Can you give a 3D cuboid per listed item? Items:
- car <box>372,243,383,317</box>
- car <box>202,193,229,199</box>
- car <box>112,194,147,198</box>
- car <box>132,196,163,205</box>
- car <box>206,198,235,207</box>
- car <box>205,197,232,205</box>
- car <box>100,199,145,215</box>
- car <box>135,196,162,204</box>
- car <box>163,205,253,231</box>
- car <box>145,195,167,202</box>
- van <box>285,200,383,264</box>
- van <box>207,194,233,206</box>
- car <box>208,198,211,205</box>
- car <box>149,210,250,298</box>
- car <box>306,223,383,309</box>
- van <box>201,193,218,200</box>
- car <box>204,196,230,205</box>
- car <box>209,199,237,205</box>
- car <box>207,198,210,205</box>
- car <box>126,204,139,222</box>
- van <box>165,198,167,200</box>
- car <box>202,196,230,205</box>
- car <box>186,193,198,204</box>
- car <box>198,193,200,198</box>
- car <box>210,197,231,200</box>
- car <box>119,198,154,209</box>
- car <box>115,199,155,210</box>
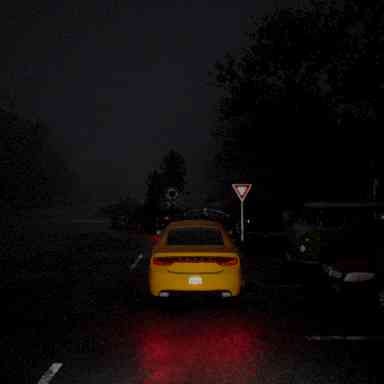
[{"bbox_3d":[5.043,1.515,3.916,4.674,1.452,2.002,0,0,0],"label":"car"},{"bbox_3d":[4.786,1.453,52.964,5.566,2.045,2.435,0,1,0],"label":"car"},{"bbox_3d":[-8.290,1.553,44.661,5.566,2.045,2.435,0,1,0],"label":"car"},{"bbox_3d":[-8.141,1.607,61.317,5.366,1.575,1.946,0,1,0],"label":"car"},{"bbox_3d":[4.727,1.700,55.736,4.792,1.488,2.163,0,1,0],"label":"car"},{"bbox_3d":[4.782,1.639,61.401,4.792,1.488,2.163,0,1,0],"label":"car"},{"bbox_3d":[-8.345,1.902,39.112,4.792,1.488,2.163,0,1,0],"label":"car"},{"bbox_3d":[-8.334,1.589,64.085,4.892,1.521,2.231,0,1,0],"label":"car"},{"bbox_3d":[0.825,1.582,17.984,4.902,1.511,2.128,0,-3,-11],"label":"car"},{"bbox_3d":[-8.364,1.561,77.966,4.792,1.488,2.163,0,0,0],"label":"car"},{"bbox_3d":[4.916,1.226,9.373,4.442,1.987,1.878,-1,0,0],"label":"van"},{"bbox_3d":[4.871,1.412,58.628,4.442,1.987,1.878,0,1,0],"label":"van"},{"bbox_3d":[4.733,1.869,41.888,4.792,1.488,2.163,0,1,0],"label":"car"},{"bbox_3d":[0.069,1.452,8.538,1.882,1.535,5.008,0,0,0],"label":"car"},{"bbox_3d":[5.044,1.502,6.701,4.674,1.452,2.002,0,0,0],"label":"car"},{"bbox_3d":[4.855,1.257,91.864,4.442,1.987,1.878,0,0,0],"label":"van"},{"bbox_3d":[4.781,1.618,64.040,4.792,1.488,2.163,0,0,0],"label":"car"},{"bbox_3d":[4.760,1.905,36.471,5.008,1.535,2.097,0,1,0],"label":"car"},{"bbox_3d":[4.758,1.846,44.658,4.674,1.452,2.002,0,1,0],"label":"car"},{"bbox_3d":[-2.904,1.944,28.455,4.718,1.301,1.895,0,-3,1],"label":"car"},{"bbox_3d":[-8.216,1.325,72.413,4.442,1.987,1.878,0,0,0],"label":"van"},{"bbox_3d":[4.574,1.769,47.428,5.366,1.575,1.946,0,1,0],"label":"car"},{"bbox_3d":[-0.191,1.569,67.323,1.882,1.535,5.008,0,0,0],"label":"car"},{"bbox_3d":[4.715,1.271,80.657,5.566,2.045,2.435,0,0,0],"label":"car"},{"bbox_3d":[4.795,1.746,39.241,4.553,1.767,2.185,0,1,0],"label":"car"},{"bbox_3d":[-8.315,1.738,50.216,4.892,1.521,2.231,0,1,0],"label":"car"},{"bbox_3d":[-8.135,1.768,47.440,5.366,1.575,1.946,0,1,0],"label":"car"}]
